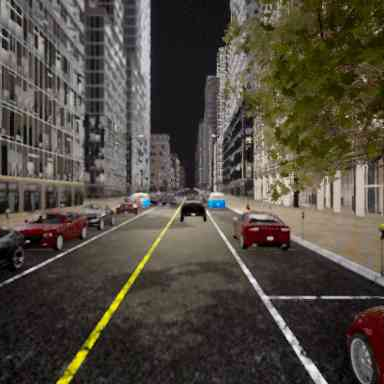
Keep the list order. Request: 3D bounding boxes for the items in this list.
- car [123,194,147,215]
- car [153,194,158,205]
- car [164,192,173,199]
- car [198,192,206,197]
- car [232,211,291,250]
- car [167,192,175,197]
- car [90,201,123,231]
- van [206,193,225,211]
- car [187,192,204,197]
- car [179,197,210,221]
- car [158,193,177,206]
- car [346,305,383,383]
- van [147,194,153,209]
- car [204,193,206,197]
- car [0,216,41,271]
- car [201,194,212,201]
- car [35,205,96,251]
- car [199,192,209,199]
[{"bbox_3d":[-5.677,1.202,30.728,1.967,1.590,4.097,1,0,0],"label":"car"},{"bbox_3d":[-5.676,1.185,47.754,1.947,1.339,4.313,1,0,0],"label":"car"},{"bbox_3d":[-5.670,0.758,80.855,1.967,1.590,4.097,1,1,0],"label":"car"},{"bbox_3d":[2.710,0.760,91.981,2.008,1.369,4.403,1,1,0],"label":"car"},{"bbox_3d":[2.700,1.443,13.678,1.887,1.381,4.507,1,0,0],"label":"car"},{"bbox_3d":[-5.670,0.775,92.005,1.947,1.339,4.313,1,1,0],"label":"car"},{"bbox_3d":[-5.680,1.405,19.379,2.008,1.369,4.403,1,0,0],"label":"car"},{"bbox_3d":[2.705,1.057,36.375,1.690,1.788,3.998,1,0,0],"label":"van"},{"bbox_3d":[0.104,1.026,41.115,2.097,1.767,4.553,0,0,0],"label":"car"},{"bbox_3d":[0.103,1.311,24.960,1.837,1.490,4.892,0,-1,0],"label":"car"},{"bbox_3d":[-3.087,1.182,45.938,2.033,1.411,5.357,0,0,0],"label":"car"},{"bbox_3d":[2.698,1.564,2.329,1.802,1.307,4.206,1,0,0],"label":"car"},{"bbox_3d":[-5.676,1.056,36.402,1.690,1.788,3.998,1,0,0],"label":"van"},{"bbox_3d":[2.703,1.219,42.050,2.008,1.369,4.403,1,0,0],"label":"car"},{"bbox_3d":[-5.682,1.507,8.028,1.947,1.339,4.313,1,0,0],"label":"car"},{"bbox_3d":[2.706,1.027,64.096,2.008,1.369,4.403,1,1,0],"label":"car"},{"bbox_3d":[-5.681,1.443,13.702,1.887,1.381,4.507,1,0,0],"label":"car"},{"bbox_3d":[2.709,0.812,75.250,1.967,1.590,4.097,1,1,0],"label":"car"}]
